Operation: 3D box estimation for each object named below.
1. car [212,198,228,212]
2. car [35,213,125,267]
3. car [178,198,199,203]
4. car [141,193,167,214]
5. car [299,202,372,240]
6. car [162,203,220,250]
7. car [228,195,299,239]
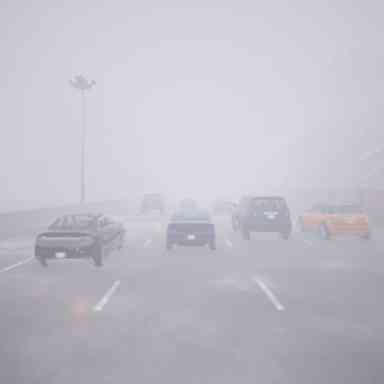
[{"bbox_3d":[3.163,1.389,34.429,2.128,1.511,4.902,0,0,-1],"label":"car"},{"bbox_3d":[-3.525,1.461,11.273,2.128,1.511,4.902,0,0,-1],"label":"car"},{"bbox_3d":[-0.339,1.405,34.579,1.837,1.490,4.892,0,0,-1],"label":"car"},{"bbox_3d":[-3.829,1.126,33.797,2.150,2.045,5.566,0,0,-1],"label":"car"},{"bbox_3d":[6.905,1.298,16.658,2.097,1.767,4.553,0,0,-1],"label":"car"},{"bbox_3d":[-0.061,1.436,14.211,1.882,1.535,5.008,0,0,-1],"label":"car"},{"bbox_3d":[3.401,1.169,17.111,2.150,2.045,5.566,0,0,-1],"label":"car"}]
